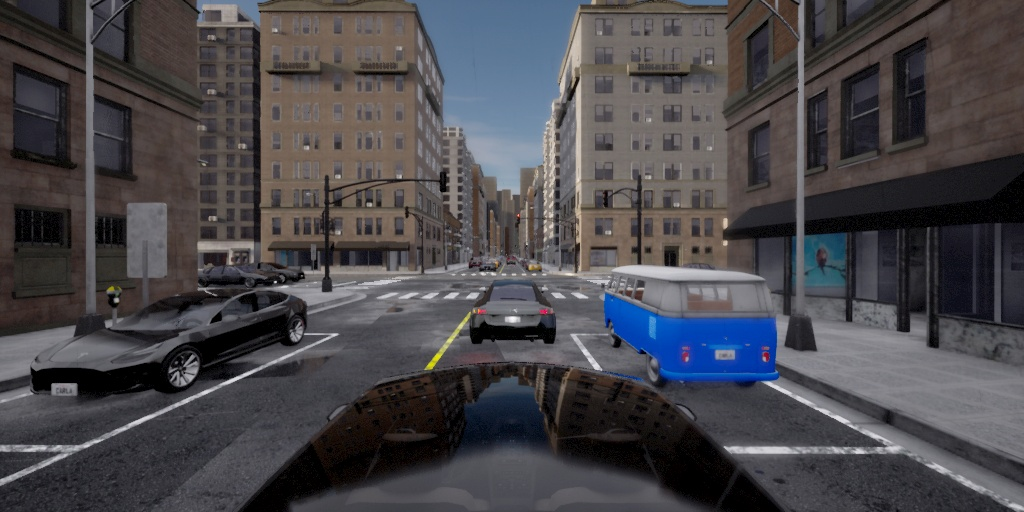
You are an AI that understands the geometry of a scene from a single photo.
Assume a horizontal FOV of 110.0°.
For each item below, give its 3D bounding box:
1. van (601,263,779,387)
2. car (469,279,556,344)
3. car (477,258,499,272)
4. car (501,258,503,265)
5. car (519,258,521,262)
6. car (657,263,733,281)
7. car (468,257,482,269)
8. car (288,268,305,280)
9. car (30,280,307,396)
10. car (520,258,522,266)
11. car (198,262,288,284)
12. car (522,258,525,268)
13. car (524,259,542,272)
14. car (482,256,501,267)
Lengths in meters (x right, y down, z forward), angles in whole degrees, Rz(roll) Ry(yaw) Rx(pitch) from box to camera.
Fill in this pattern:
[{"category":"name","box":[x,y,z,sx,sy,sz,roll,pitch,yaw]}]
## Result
[{"category":"van","box":[2.882,1.090,6.669,1.690,1.789,3.998,0,0,0]},{"category":"car","box":[0.042,1.313,9.592,1.994,1.385,4.181,0,0,1]},{"category":"car","box":[-3.048,1.301,45.821,1.994,1.385,4.181,0,0,-1]},{"category":"car","box":[-3.152,1.324,64.957,1.895,1.301,4.718,0,0,0]},{"category":"car","box":[2.780,1.291,62.437,1.948,1.339,4.313,0,0,0]},{"category":"car","box":[15.220,1.286,29.987,5.357,1.411,2.033,0,0,0]},{"category":"car","box":[-5.702,1.045,56.845,2.192,1.841,5.009,0,0,0]},{"category":"car","box":[-17.871,1.228,26.347,4.892,1.490,1.837,0,0,0]},{"category":"car","box":[-5.643,1.315,6.710,1.948,1.339,4.313,0,0,0]},{"category":"car","box":[2.823,1.280,56.911,2.007,1.370,4.403,0,0,0]},{"category":"car","box":[-17.901,1.279,23.095,5.357,1.411,2.033,0,0,0]},{"category":"car","box":[2.866,1.174,51.385,1.967,1.591,4.097,0,0,0]},{"category":"car","box":[2.908,1.262,46.029,1.751,1.417,4.829,0,0,0]},{"category":"car","box":[-3.110,1.209,54.692,1.882,1.535,5.008,0,0,0]}]
